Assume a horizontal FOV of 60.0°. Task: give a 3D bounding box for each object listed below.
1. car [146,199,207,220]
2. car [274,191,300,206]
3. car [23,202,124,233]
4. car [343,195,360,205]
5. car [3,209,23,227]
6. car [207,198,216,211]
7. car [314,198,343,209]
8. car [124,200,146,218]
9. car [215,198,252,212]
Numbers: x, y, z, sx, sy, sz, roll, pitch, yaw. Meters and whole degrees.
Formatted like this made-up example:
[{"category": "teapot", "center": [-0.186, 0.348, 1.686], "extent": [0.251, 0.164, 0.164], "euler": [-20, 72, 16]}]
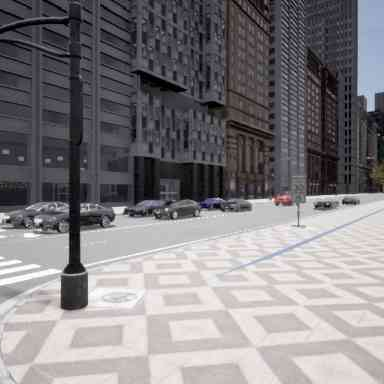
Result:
[{"category": "car", "center": [-1.135, 1.355, 26.906], "extent": [1.837, 1.490, 4.892], "euler": [0, 0, 36]}, {"category": "car", "center": [13.632, 0.944, 47.234], "extent": [2.150, 2.045, 5.566], "euler": [0, 0, 36]}, {"category": "car", "center": [-6.662, 1.401, 19.255], "extent": [2.128, 1.511, 4.902], "euler": [0, 0, 34]}, {"category": "car", "center": [24.260, 1.200, 50.699], "extent": [1.994, 1.385, 4.181], "euler": [0, 1, 36]}, {"category": "car", "center": [-9.276, 1.393, 21.153], "extent": [2.128, 1.511, 4.902], "euler": [0, 0, 37]}, {"category": "car", "center": [2.321, 1.376, 37.254], "extent": [1.895, 1.301, 4.718], "euler": [0, 1, 36]}, {"category": "car", "center": [15.962, 1.336, 39.178], "extent": [1.895, 1.301, 4.718], "euler": [0, 0, 36]}, {"category": "car", "center": [-3.535, 1.387, 29.137], "extent": [2.033, 1.411, 5.357], "euler": [0, 0, 36]}, {"category": "car", "center": [4.673, 1.351, 34.950], "extent": [1.994, 1.385, 4.181], "euler": [0, 0, 36]}]
